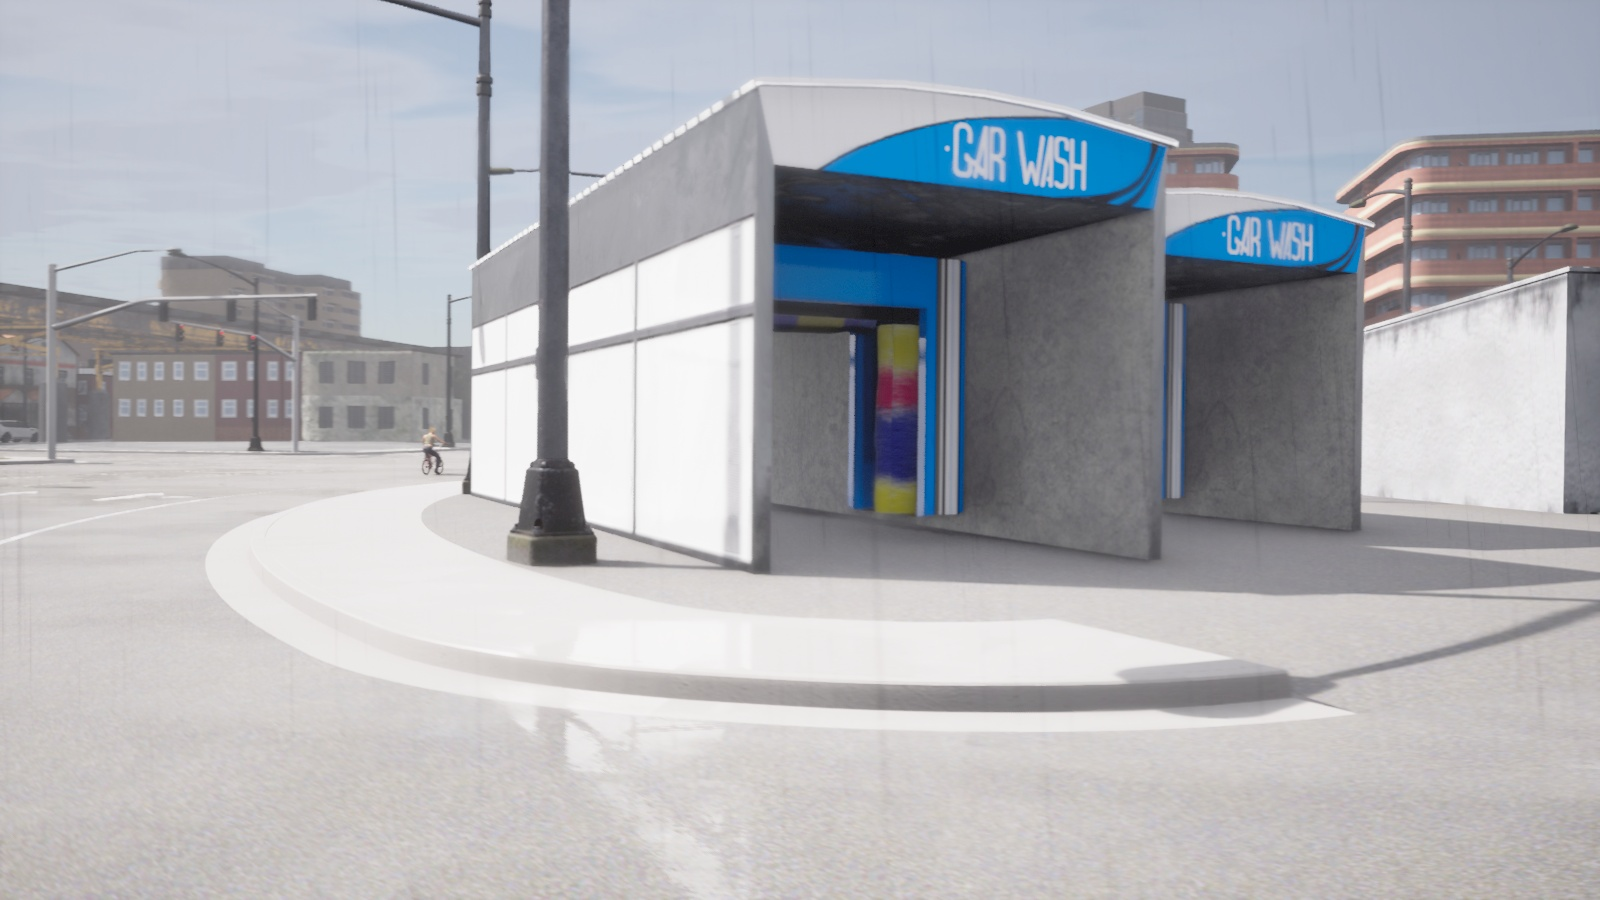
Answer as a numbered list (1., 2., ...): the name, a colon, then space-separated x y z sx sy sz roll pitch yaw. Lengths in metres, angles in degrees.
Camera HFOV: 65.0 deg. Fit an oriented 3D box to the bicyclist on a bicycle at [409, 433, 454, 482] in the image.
1. bicyclist on a bicycle: -12.314 0.246 42.009 0.866 1.612 1.509 0 1 10
